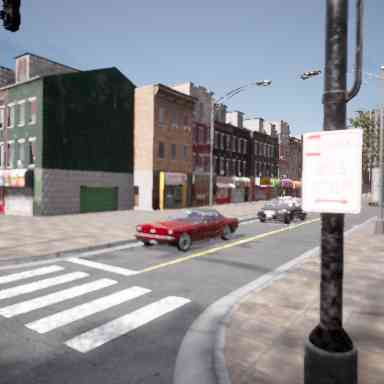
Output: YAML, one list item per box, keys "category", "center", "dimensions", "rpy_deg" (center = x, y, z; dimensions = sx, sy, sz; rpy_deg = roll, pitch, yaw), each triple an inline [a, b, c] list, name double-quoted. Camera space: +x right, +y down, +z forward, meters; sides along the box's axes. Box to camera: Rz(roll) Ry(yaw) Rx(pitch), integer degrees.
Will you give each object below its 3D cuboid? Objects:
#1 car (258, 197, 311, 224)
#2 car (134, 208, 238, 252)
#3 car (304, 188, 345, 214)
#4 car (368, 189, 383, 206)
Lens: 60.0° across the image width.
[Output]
- category: "car"
  center: [5.920, 1.104, 21.432]
  dimensions: [2.128, 1.511, 4.902]
  rpy_deg: [1, 1, 36]
- category: "car"
  center: [-0.057, 1.352, 13.075]
  dimensions: [1.895, 1.301, 4.718]
  rpy_deg: [1, 2, 35]
- category: "car"
  center: [12.073, 0.702, 30.032]
  dimensions: [2.150, 2.045, 5.566]
  rpy_deg: [1, 1, 35]
- category: "car"
  center: [22.100, 0.601, 39.004]
  dimensions: [2.150, 2.045, 5.566]
  rpy_deg: [1, 1, 35]
